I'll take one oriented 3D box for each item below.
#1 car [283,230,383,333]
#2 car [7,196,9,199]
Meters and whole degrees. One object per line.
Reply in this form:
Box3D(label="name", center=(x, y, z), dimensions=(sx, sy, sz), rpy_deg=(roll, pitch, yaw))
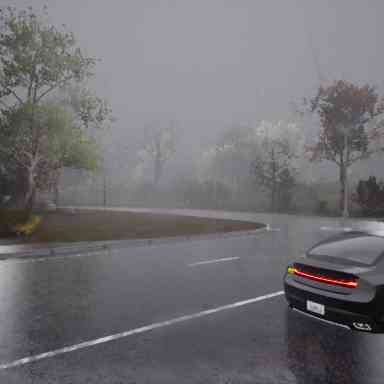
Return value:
Box3D(label="car", center=(3.841, 1.505, 6.458), dimensions=(4.892, 1.490, 1.837), rpy_deg=(0, 0, -36))
Box3D(label="car", center=(-30.674, 1.556, 57.333), dimensions=(5.566, 2.045, 2.150), rpy_deg=(-2, -1, 29))
